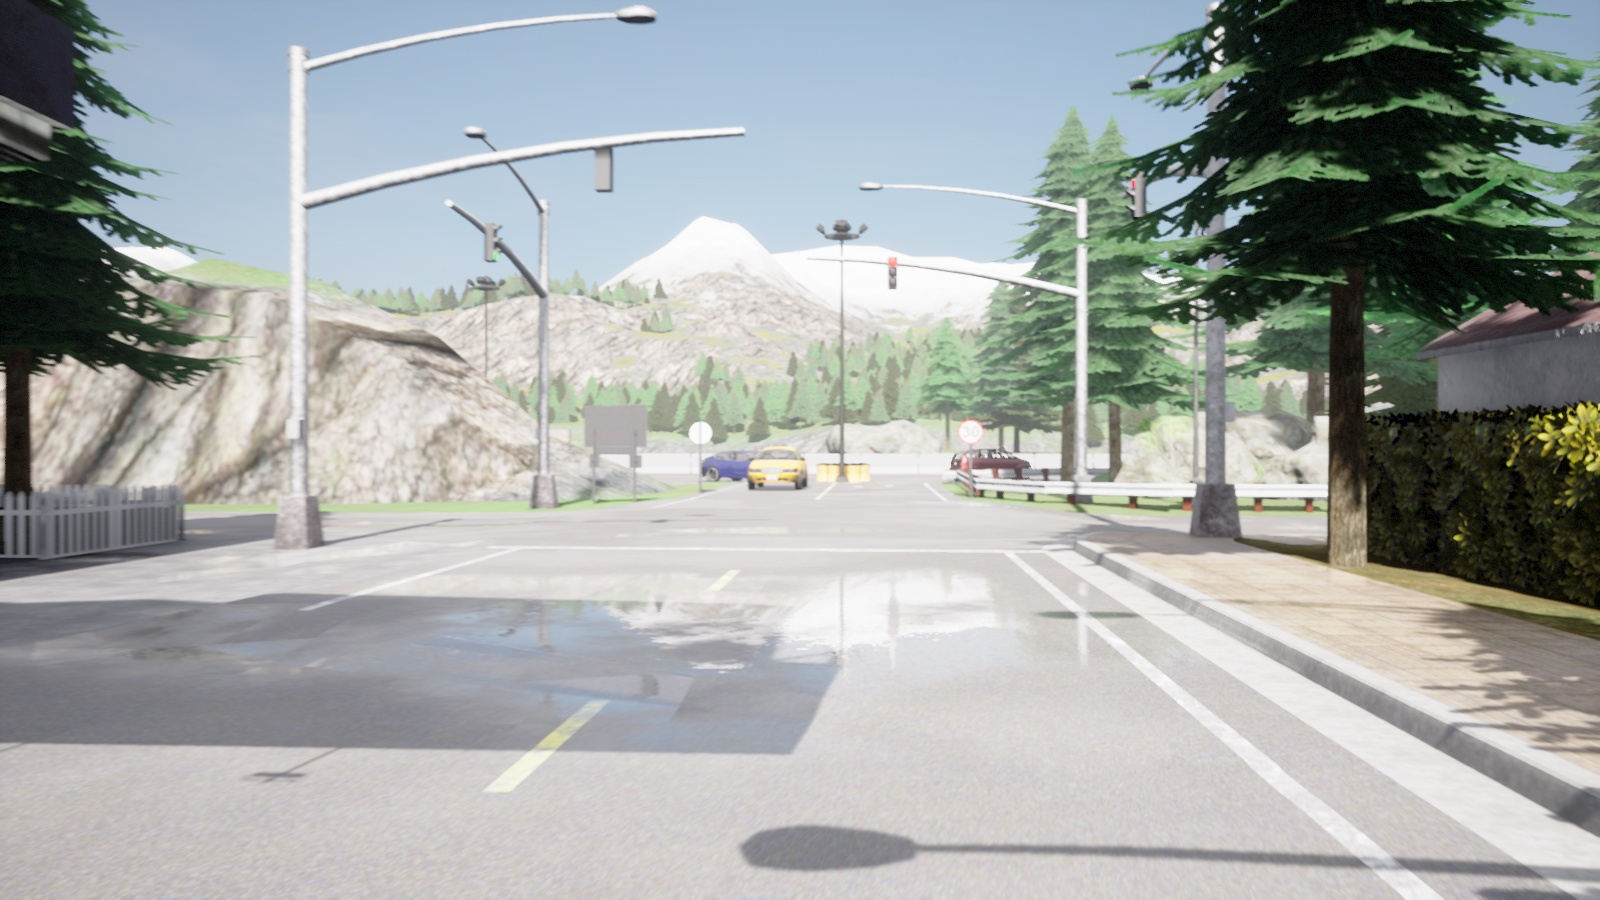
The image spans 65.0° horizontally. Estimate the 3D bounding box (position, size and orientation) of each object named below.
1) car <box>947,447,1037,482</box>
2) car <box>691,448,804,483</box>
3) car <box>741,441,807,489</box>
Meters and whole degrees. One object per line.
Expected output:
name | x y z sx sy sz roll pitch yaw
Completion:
car | 8.821 0.654 57.794 3.705 1.549 1.789 0 -1 -13
car | -2.386 0.658 56.646 4.792 1.488 2.163 0 0 37
car | -0.821 0.469 43.440 1.801 1.575 5.366 0 0 4
